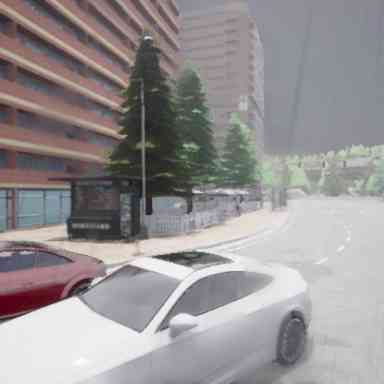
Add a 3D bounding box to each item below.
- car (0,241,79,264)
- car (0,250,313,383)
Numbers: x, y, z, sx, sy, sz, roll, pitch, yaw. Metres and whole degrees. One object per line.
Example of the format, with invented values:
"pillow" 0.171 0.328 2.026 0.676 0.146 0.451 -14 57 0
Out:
"car" -3.610 1.622 5.914 4.181 1.385 1.994 0 0 -39
"car" -0.250 1.551 4.133 4.674 1.442 1.812 0 0 -41
